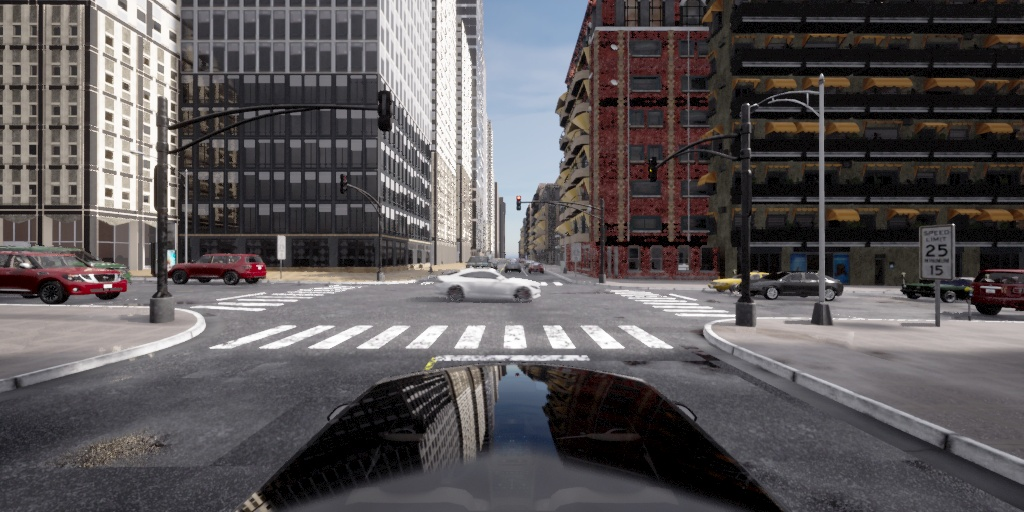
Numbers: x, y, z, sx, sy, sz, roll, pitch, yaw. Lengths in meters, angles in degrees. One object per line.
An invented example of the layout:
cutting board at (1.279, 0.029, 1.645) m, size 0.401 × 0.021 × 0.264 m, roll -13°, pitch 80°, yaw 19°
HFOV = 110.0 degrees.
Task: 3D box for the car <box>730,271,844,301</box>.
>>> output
car at (14.922, 1.562, 19.344) m, size 4.892 × 1.490 × 1.837 m, roll 1°, pitch 0°, yaw 2°

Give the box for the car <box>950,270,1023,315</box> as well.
car at (20.604, 1.461, 13.663) m, size 5.009 × 1.841 × 2.192 m, roll 0°, pitch 0°, yaw 0°

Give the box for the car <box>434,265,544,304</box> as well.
car at (-1.094, 1.279, 16.043) m, size 4.674 × 1.442 × 1.812 m, roll 1°, pitch 0°, yaw 0°

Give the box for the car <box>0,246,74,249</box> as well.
car at (-20.440, 0.618, 15.884) m, size 5.566 × 2.045 × 2.150 m, roll 1°, pitch 0°, yaw -1°

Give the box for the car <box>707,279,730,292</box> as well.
car at (14.639, 1.587, 21.962) m, size 4.829 × 1.417 × 1.751 m, roll 0°, pitch 0°, yaw 0°

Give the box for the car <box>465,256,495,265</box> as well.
car at (-3.085, 0.977, 33.568) m, size 2.150 × 2.045 × 5.566 m, roll 0°, pitch 0°, yaw 0°

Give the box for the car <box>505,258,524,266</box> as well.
car at (0.114, 1.325, 45.781) m, size 1.994 × 1.385 × 4.181 m, roll 0°, pitch 0°, yaw 0°

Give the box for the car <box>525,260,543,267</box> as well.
car at (2.759, 1.341, 41.665) m, size 1.802 × 1.307 × 4.207 m, roll 0°, pitch 0°, yaw 0°

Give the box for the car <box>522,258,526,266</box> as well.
car at (2.715, 1.317, 54.582) m, size 2.007 × 1.370 × 4.403 m, roll 0°, pitch 0°, yaw 0°

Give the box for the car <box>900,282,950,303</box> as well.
car at (24.213, 1.827, 19.451) m, size 4.718 × 1.301 × 1.895 m, roll 1°, pitch 0°, yaw -1°

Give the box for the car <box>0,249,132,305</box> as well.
car at (-17.570, 0.757, 13.315) m, size 5.009 × 1.841 × 2.192 m, roll 0°, pitch 0°, yaw 0°

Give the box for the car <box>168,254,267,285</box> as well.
car at (-17.701, 0.776, 21.695) m, size 5.009 × 1.841 × 2.192 m, roll 0°, pitch 0°, yaw 0°

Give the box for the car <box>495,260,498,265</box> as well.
car at (-3.074, 1.286, 43.642) m, size 1.812 × 1.442 × 4.674 m, roll 0°, pitch 0°, yaw 0°
